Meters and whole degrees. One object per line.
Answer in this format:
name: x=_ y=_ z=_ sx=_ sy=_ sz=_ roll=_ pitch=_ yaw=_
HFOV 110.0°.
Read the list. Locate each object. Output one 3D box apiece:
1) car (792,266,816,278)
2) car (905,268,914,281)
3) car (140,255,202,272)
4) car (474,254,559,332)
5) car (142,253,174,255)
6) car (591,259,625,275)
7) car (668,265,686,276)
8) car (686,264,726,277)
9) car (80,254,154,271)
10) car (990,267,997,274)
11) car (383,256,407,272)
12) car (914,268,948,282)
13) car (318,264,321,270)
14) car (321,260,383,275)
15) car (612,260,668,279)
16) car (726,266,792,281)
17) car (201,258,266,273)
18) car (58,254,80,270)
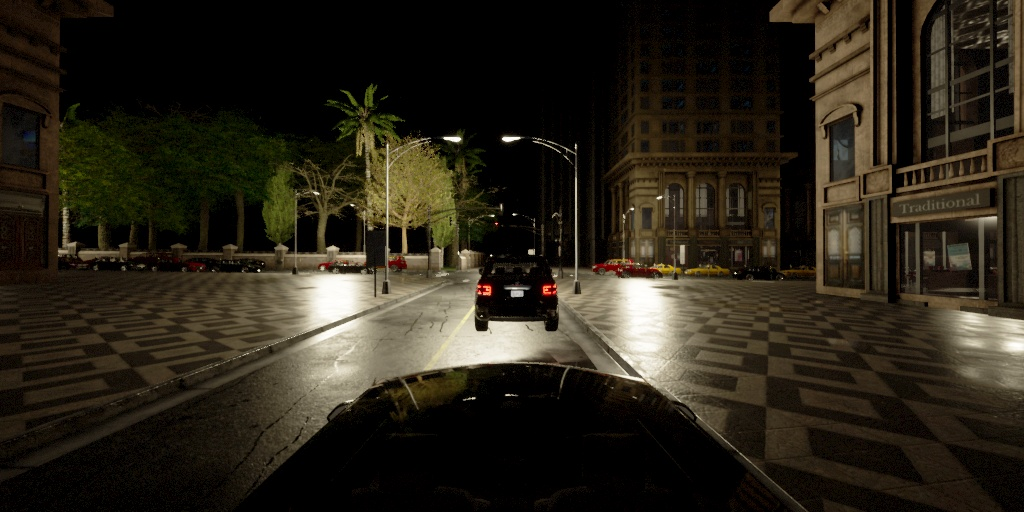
car: x=33.914 y=1.811 z=41.983 sx=4.829 sy=1.417 sz=1.751 roll=0 pitch=0 yaw=0
car: x=34.055 y=1.802 z=33.457 sx=4.313 sy=1.339 sz=1.948 roll=0 pitch=0 yaw=0
car: x=-31.514 y=0.859 z=33.740 sx=4.507 sy=1.381 sz=1.888 roll=0 pitch=0 yaw=0
car: x=0.115 y=0.973 z=11.061 sx=2.150 sy=2.045 sz=5.566 roll=0 pitch=0 yaw=0
car: x=-42.535 y=0.507 z=42.313 sx=5.009 sy=1.841 sz=2.192 roll=0 pitch=0 yaw=0
car: x=11.922 y=1.310 z=42.078 sx=5.009 sy=1.841 sz=2.192 roll=0 pitch=0 yaw=0
car: x=17.293 y=1.595 z=42.055 sx=4.829 sy=1.417 sz=1.751 roll=0 pitch=0 yaw=0
car: x=22.833 y=1.669 z=42.031 sx=4.829 sy=1.417 sz=1.751 roll=0 pitch=0 yaw=0
car: x=-37.037 y=0.780 z=33.764 sx=4.403 sy=1.370 sz=2.007 roll=0 pitch=0 yaw=0
car: x=45.137 y=1.813 z=33.409 sx=4.097 sy=1.591 sz=1.967 roll=0 pitch=0 yaw=0
car: x=-14.916 y=0.927 z=42.194 sx=5.009 sy=1.841 sz=2.192 roll=0 pitch=0 yaw=0
car: x=39.596 y=1.888 z=33.433 sx=4.207 sy=1.307 sz=1.802 roll=0 pitch=0 yaw=0
car: x=-20.440 y=1.076 z=42.218 sx=4.507 sy=1.381 sz=1.888 roll=0 pitch=0 yaw=0
car: x=-14.941 y=1.113 z=33.669 sx=4.403 sy=1.370 sz=2.007 roll=0 pitch=0 yaw=0
car: x=11.896 y=1.385 z=33.553 sx=4.097 sy=1.591 sz=1.967 roll=0 pitch=0 yaw=0
car: x=22.976 y=1.659 z=33.505 sx=4.313 sy=1.339 sz=1.948 roll=0 pitch=0 yaw=0
car: x=-25.989 y=0.964 z=33.716 sx=4.313 sy=1.339 sz=1.948 roll=0 pitch=0 yaw=0
car: x=-42.561 y=0.725 z=33.788 sx=4.207 sy=1.307 sz=1.802 roll=0 pitch=0 yaw=0
